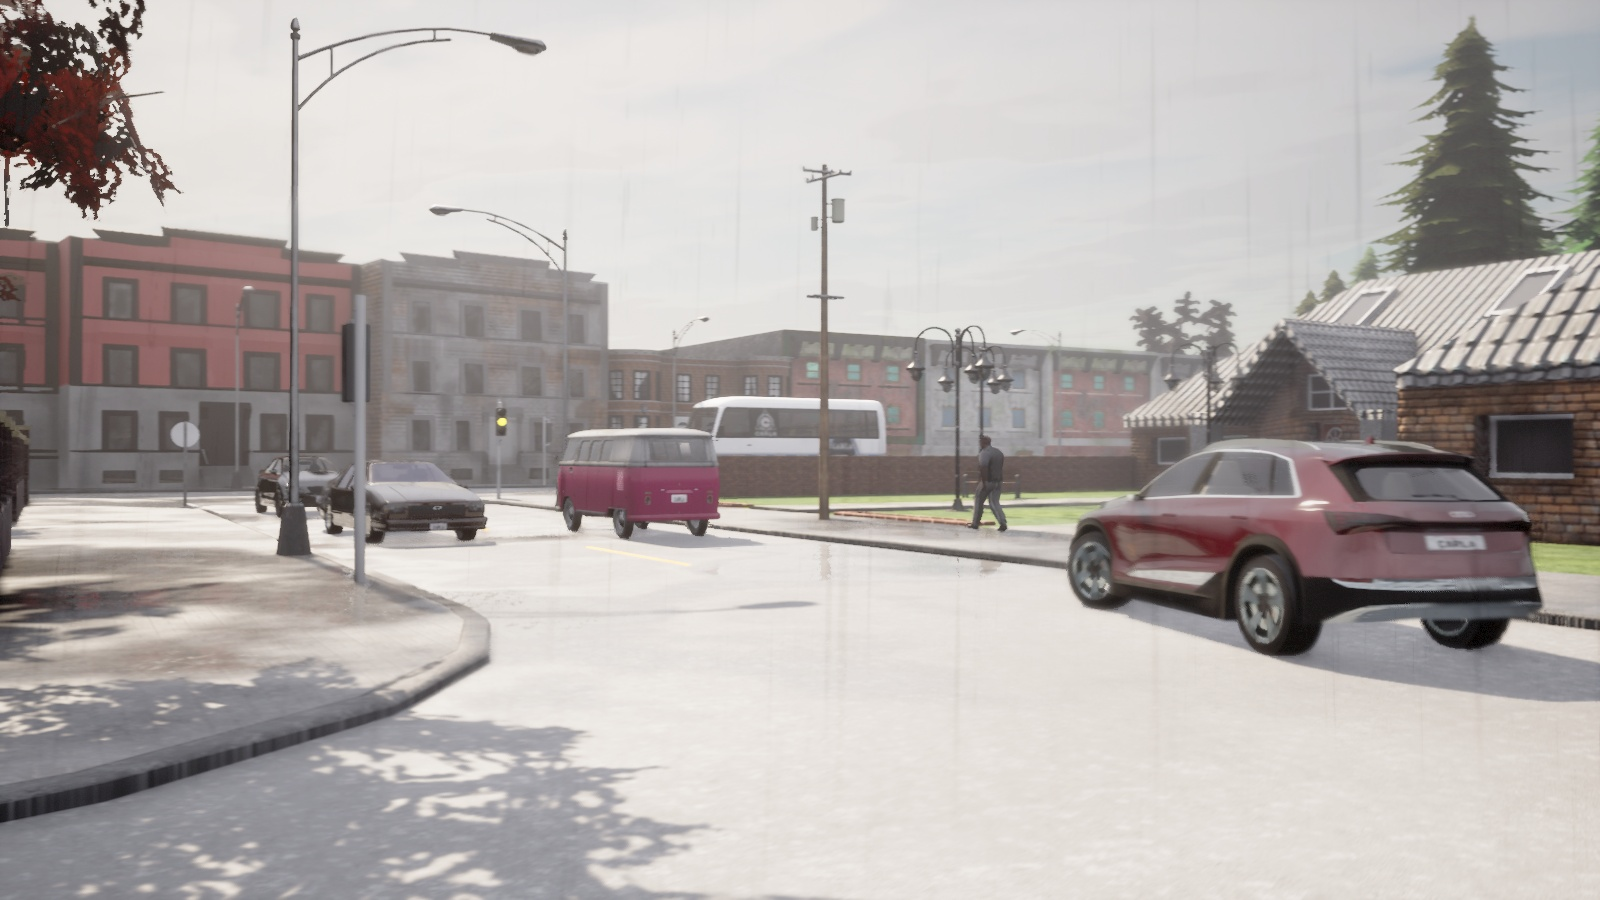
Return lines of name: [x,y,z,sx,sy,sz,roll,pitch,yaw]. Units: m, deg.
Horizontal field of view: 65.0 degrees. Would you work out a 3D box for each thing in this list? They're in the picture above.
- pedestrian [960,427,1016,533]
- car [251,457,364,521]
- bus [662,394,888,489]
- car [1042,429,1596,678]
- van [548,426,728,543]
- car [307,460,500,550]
pedestrian: [3.414,0.534,22.829,0.563,1.883,0.849,0,0,-36]
car: [-12.296,0.920,31.197,1.816,1.474,4.193,0,0,-33]
bus: [-1.129,-0.387,60.420,10.273,4.253,3.944,0,0,-31]
car: [4.035,0.707,10.910,2.033,1.649,4.856,0,0,-13]
van: [-3.166,0.602,23.767,1.775,1.987,4.442,0,0,-30]
car: [-7.331,0.906,22.797,2.033,1.411,5.357,0,0,-32]
